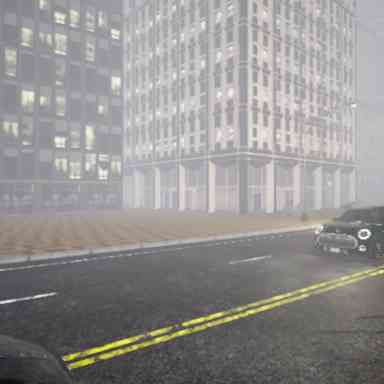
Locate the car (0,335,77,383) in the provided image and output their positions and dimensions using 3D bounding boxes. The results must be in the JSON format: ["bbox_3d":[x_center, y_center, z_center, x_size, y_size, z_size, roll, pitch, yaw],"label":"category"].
[{"bbox_3d":[-2.959,1.494,1.378,4.902,1.511,2.128,0,0,-35],"label":"car"}]

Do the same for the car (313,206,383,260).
[{"bbox_3d":[6.588,1.360,12.556,4.553,1.767,2.097,0,0,-37],"label":"car"}]
